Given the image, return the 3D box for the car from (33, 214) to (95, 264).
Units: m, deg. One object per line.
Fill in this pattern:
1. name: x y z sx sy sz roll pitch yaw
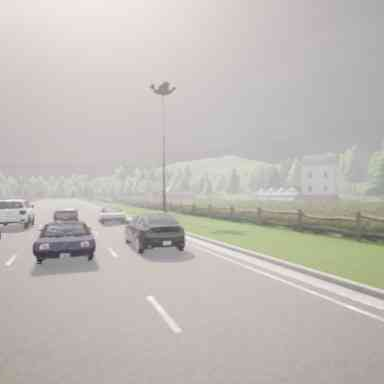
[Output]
1. car: -4.813 1.765 12.684 1.895 1.301 4.718 0 -1 -20

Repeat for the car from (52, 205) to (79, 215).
1. car: -10.358 1.847 27.272 2.128 1.511 4.902 0 0 -20

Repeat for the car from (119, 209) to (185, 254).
1. car: -1.762 1.650 14.521 1.837 1.490 4.892 0 0 -20

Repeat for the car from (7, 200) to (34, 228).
1. car: -13.249 1.593 24.989 2.150 2.045 5.566 -1 0 -20

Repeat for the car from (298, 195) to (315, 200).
1. car: 29.246 1.589 85.115 1.932 1.855 4.605 0 -1 -21

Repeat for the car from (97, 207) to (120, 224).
1. car: -6.876 1.920 27.947 1.895 1.301 4.718 0 -1 -20

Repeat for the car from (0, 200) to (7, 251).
1. car: -7.906 1.409 10.949 2.150 2.045 5.566 -1 0 -20
